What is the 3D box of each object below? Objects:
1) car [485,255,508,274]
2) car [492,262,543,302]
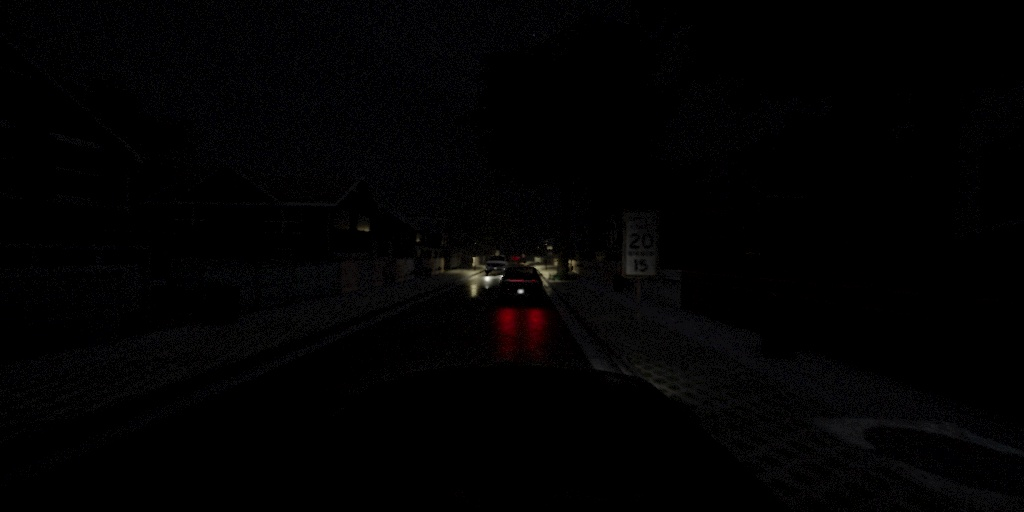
[{"bbox_3d":[-1.578,0.890,38.746,2.150,2.045,5.566,1,0,2],"label":"car"},{"bbox_3d":[0.452,1.236,17.147,2.128,1.511,4.902,1,0,2],"label":"car"}]
